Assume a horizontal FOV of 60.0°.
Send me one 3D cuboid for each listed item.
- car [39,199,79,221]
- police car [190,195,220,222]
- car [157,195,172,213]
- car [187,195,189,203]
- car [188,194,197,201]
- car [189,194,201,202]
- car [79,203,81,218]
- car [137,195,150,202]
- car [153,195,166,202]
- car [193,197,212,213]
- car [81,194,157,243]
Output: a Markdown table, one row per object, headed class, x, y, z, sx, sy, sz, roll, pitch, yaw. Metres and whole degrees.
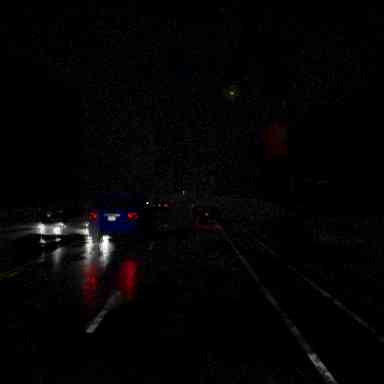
| class | x | y | z | sx | sy | sz | roll | pitch | yaw |
| --- | --- | --- | --- | --- | --- | --- | --- | --- | --- |
| car | -9.828 | 1.335 | 25.298 | 2.128 | 1.511 | 4.902 | 0 | 0 | 0 |
| police car | 0.996 | 1.272 | 24.787 | 1.930 | 1.638 | 5.238 | 0 | 0 | 0 |
| car | -3.123 | 1.344 | 34.428 | 2.033 | 1.411 | 5.357 | 0 | 0 | 0 |
| car | 0.050 | 1.291 | 59.471 | 1.812 | 1.442 | 4.674 | 0 | 0 | 0 |
| car | 0.064 | 1.145 | 76.527 | 2.128 | 1.511 | 4.902 | 0 | 0 | 0 |
| car | 1.008 | 1.133 | 40.650 | 2.097 | 1.767 | 4.553 | 0 | 0 | 0 |
| car | -6.577 | 1.334 | 25.505 | 2.128 | 1.511 | 4.902 | 0 | 0 | 0 |
| car | -9.702 | 1.321 | 66.522 | 1.994 | 1.385 | 4.181 | 0 | 0 | 0 |
| car | -6.452 | 1.321 | 66.519 | 1.994 | 1.385 | 4.181 | 0 | 0 | 0 |
| car | 1.005 | 1.322 | 34.679 | 1.812 | 1.442 | 4.674 | 0 | 0 | 0 |
| car | -3.138 | 1.121 | 15.727 | 2.150 | 2.045 | 5.566 | 0 | 0 | 0 |
